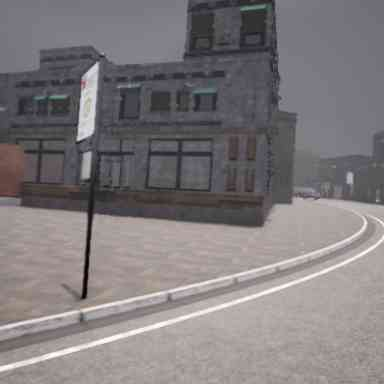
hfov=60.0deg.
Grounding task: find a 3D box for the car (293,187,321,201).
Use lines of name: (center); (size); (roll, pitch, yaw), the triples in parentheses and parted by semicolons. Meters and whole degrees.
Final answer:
car: (18.258, 0.258, 53.061); (2.150, 2.045, 5.566); (4, 2, -11)
